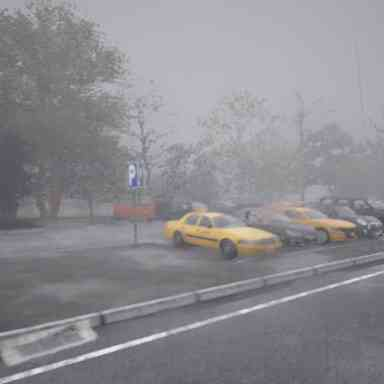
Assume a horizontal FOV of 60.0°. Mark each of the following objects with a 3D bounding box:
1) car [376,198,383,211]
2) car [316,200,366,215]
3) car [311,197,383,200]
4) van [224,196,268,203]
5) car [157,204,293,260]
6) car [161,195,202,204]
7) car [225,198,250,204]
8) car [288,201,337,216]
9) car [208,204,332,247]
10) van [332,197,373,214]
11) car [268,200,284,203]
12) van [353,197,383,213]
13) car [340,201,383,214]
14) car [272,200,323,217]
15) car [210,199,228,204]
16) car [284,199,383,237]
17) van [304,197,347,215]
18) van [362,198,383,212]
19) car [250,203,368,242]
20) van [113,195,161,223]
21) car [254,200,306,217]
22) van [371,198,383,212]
[{"bbox_3d":[31.672,2.020,50.862,2.435,2.045,5.566,2,-1,-35],"label":"car"},{"bbox_3d":[18.344,1.872,41.172,1.946,1.575,5.366,1,-1,-36],"label":"car"},{"bbox_3d":[9.884,1.331,19.275,2.435,2.045,5.566,1,-1,-35],"label":"car"},{"bbox_3d":[4.636,1.401,31.774,1.878,1.987,4.442,1,-1,-35],"label":"van"},{"bbox_3d":[0.941,1.462,12.710,1.946,1.575,5.366,1,0,-35],"label":"car"},{"bbox_3d":[-2.077,1.258,26.881,2.435,2.045,5.566,1,0,-35],"label":"car"},{"bbox_3d":[2.448,1.586,30.064,2.231,1.521,4.892,1,-1,-35],"label":"car"},{"bbox_3d":[13.727,1.794,38.102,2.231,1.521,4.892,1,-1,-35],"label":"car"},{"bbox_3d":[3.085,1.484,14.472,2.231,1.521,4.892,1,0,-35],"label":"car"},{"bbox_3d":[20.561,1.691,42.836,1.878,1.987,4.442,1,-1,-35],"label":"van"},{"bbox_3d":[6.976,1.542,33.260,2.185,1.767,4.553,1,-1,-35],"label":"car"},{"bbox_3d":[24.951,1.787,45.964,1.878,1.987,4.442,2,-1,-35],"label":"van"},{"bbox_3d":[22.743,1.958,44.541,2.097,1.535,5.008,1,-1,-35],"label":"car"},{"bbox_3d":[11.471,1.751,36.496,2.097,1.535,5.008,1,-1,-35],"label":"car"},{"bbox_3d":[0.298,1.542,28.313,1.946,1.575,5.366,1,-1,-35],"label":"car"},{"bbox_3d":[7.590,1.417,17.714,2.185,1.767,4.553,1,-1,-35],"label":"car"},{"bbox_3d":[15.914,1.608,39.812,1.878,1.987,4.442,1,-1,-35],"label":"van"},{"bbox_3d":[27.179,1.877,47.838,1.878,1.987,4.442,2,-1,-35],"label":"van"},{"bbox_3d":[5.342,1.509,16.081,2.097,1.535,5.008,1,-1,-35],"label":"car"},{"bbox_3d":[-4.485,1.258,25.276,1.878,1.987,4.442,1,0,-35],"label":"van"},{"bbox_3d":[9.113,1.707,34.815,2.097,1.535,5.008,1,-1,-35],"label":"car"},{"bbox_3d":[29.332,1.960,49.373,1.878,1.987,4.442,2,-1,-35],"label":"van"}]
